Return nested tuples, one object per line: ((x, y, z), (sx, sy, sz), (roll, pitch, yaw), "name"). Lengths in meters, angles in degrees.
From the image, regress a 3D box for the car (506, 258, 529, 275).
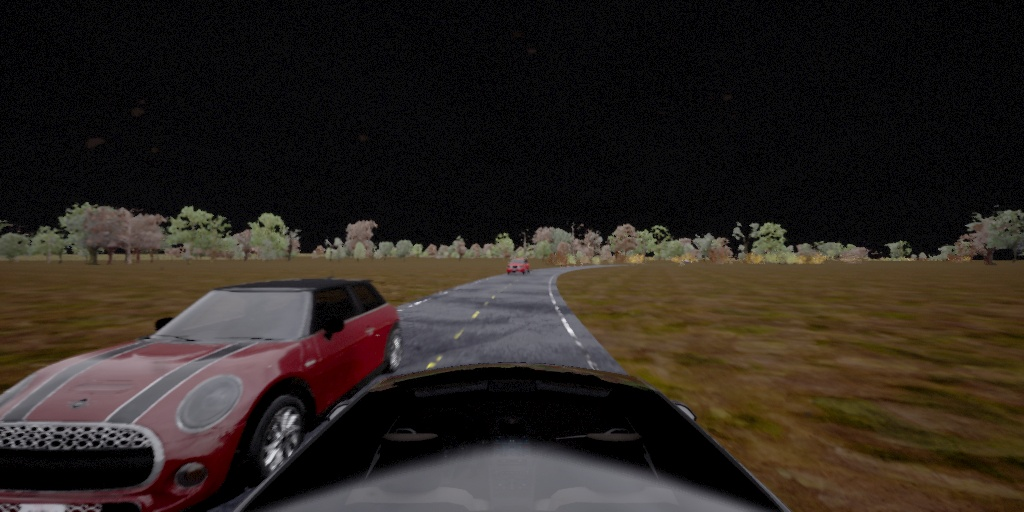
((0.824, 1.281, 44.709), (2.150, 2.045, 5.566), (0, 0, 11), "car")

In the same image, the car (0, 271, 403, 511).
((-3.027, 1.105, 4.582), (2.097, 1.767, 4.553), (0, 0, 1), "car")
